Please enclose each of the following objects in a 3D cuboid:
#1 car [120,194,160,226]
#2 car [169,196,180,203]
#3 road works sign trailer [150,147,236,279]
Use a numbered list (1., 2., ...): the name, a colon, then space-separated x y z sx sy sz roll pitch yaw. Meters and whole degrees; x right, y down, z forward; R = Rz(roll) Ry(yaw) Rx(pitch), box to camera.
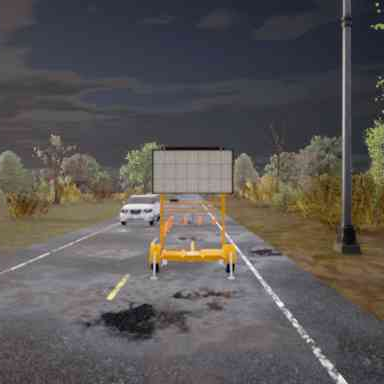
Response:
1. car: -3.548 1.205 23.615 2.150 2.045 5.566 0 0 0
2. car: -3.401 1.518 64.064 1.895 1.301 4.718 0 0 1
3. road works sign trailer: 0.023 0.460 9.988 2.380 3.560 2.880 0 0 0
